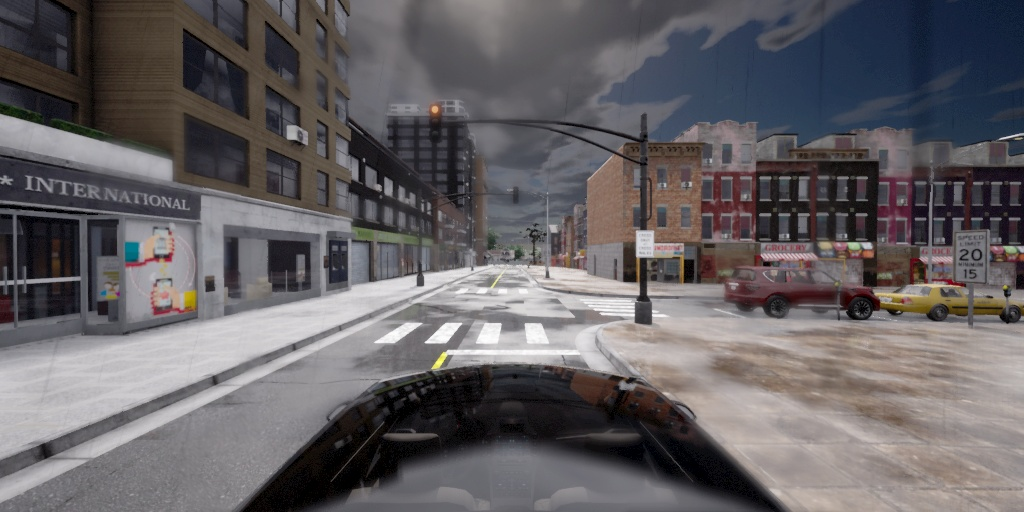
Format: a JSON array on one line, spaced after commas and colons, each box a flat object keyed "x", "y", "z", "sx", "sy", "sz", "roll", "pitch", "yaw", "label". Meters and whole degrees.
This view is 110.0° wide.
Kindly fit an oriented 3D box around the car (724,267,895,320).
[{"x": 10.831, "y": 1.346, "z": 13.677, "sx": 5.009, "sy": 1.841, "sz": 2.192, "roll": 0, "pitch": 0, "yaw": 0, "label": "car"}]

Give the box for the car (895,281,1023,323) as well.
[{"x": 16.546, "y": 1.659, "z": 13.649, "sx": 4.829, "sy": 1.417, "sz": 1.751, "roll": 0, "pitch": 0, "yaw": 0, "label": "car"}]
